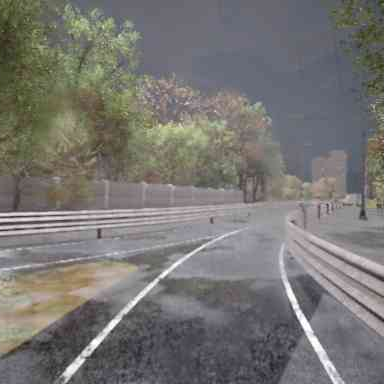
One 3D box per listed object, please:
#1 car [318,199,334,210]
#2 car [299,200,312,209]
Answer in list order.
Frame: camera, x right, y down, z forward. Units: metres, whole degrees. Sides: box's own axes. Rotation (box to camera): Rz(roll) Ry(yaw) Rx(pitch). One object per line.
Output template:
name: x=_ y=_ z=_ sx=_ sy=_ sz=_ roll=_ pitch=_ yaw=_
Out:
car: x=23.533 y=2.327 z=59.062 sx=1.882 sy=1.535 sz=5.008 roll=1 pitch=-1 yaw=26
car: x=20.807 y=2.289 z=60.908 sx=1.882 sy=1.535 sz=5.008 roll=1 pitch=-1 yaw=27
